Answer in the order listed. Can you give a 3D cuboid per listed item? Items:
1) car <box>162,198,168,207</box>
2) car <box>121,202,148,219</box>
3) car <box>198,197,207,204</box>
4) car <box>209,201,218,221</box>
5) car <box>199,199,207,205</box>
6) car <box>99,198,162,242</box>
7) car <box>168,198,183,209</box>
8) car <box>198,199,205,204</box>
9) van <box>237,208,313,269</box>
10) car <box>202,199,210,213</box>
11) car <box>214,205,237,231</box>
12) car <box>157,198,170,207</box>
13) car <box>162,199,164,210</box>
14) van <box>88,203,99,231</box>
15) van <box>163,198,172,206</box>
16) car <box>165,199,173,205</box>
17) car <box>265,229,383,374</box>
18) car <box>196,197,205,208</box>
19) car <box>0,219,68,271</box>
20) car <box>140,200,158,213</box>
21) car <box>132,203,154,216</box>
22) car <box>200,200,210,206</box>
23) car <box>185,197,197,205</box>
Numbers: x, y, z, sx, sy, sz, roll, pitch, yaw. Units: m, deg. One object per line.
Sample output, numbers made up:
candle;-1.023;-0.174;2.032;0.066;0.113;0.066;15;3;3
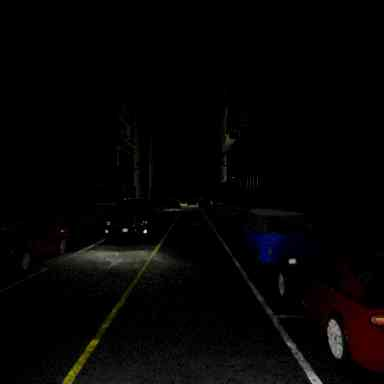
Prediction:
car;-5.765;1.971;56.179;2.192;1.841;5.009;0;-1;0
car;-5.763;1.835;33.772;1.967;1.590;4.097;0;-1;0
car;2.756;2.378;89.802;2.192;1.841;5.009;0;-1;0
car;2.763;1.770;28.181;1.967;1.590;4.097;0;-1;0
car;2.756;2.576;84.197;1.802;1.307;4.206;0;-1;0
car;-3.102;1.434;18.185;2.150;2.045;5.566;0;-1;0
car;-3.060;2.218;57.353;2.033;1.411;5.357;0;-1;1
car;2.755;2.714;95.401;1.802;1.307;4.206;0;-1;0
van;2.765;1.475;11.377;1.690;1.788;3.998;0;-1;0
car;2.761;2.070;44.985;1.887;1.381;4.507;0;-1;0
car;2.763;1.809;22.579;1.887;1.381;4.507;0;-1;0
car;-5.766;2.104;67.382;2.192;1.841;5.009;0;-1;0
car;-5.765;2.156;50.574;1.947;1.339;4.313;0;-1;0
van;-5.761;1.605;22.571;1.690;1.788;3.998;0;-1;0
van;-5.767;2.266;78.583;1.690;1.788;3.998;0;-1;0
car;-5.769;2.516;84.012;1.752;1.417;4.829;0;-1;0
car;2.765;1.614;5.773;1.887;1.381;4.507;0;-1;0
car;2.381;2.073;61.613;2.097;1.767;4.553;0;-1;0
car;-5.761;1.678;11.365;1.887;1.381;4.507;0;-1;0
car;-5.764;1.965;44.974;1.967;1.590;4.097;0;-1;0
car;-5.764;2.026;39.372;1.947;1.339;4.313;0;-1;0
car;2.757;2.408;72.994;2.008;1.369;4.403;0;-1;0
car;-0.008;2.273;80.425;1.882;1.535;5.008;0;-1;0
